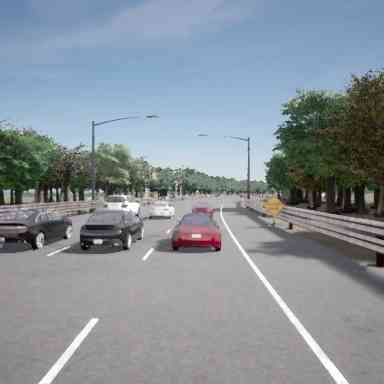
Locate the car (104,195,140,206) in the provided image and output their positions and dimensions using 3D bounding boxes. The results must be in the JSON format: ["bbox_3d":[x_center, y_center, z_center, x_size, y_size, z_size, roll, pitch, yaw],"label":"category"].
[{"bbox_3d":[-6.073,1.297,29.352,2.150,2.045,5.566,0,0,4],"label":"car"}]

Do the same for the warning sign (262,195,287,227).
[{"bbox_3d":[5.013,1.132,20.349,1.300,1.860,1.060,0,0,3],"label":"warning sign"}]

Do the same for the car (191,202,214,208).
[{"bbox_3d":[0.911,1.572,28.886,1.812,1.442,4.674,0,0,4],"label":"car"}]

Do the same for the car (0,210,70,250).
[{"bbox_3d":[-6.772,1.502,14.393,2.128,1.511,4.902,0,0,2],"label":"car"}]

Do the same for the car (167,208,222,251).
[{"bbox_3d":[0.225,1.579,14.176,1.994,1.385,4.181,0,0,2],"label":"car"}]

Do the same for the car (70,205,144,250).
[{"bbox_3d":[-3.273,1.523,14.284,1.837,1.490,4.892,0,0,2],"label":"car"}]

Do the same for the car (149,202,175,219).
[{"bbox_3d":[-2.582,1.572,29.104,1.812,1.442,4.674,0,0,4],"label":"car"}]
